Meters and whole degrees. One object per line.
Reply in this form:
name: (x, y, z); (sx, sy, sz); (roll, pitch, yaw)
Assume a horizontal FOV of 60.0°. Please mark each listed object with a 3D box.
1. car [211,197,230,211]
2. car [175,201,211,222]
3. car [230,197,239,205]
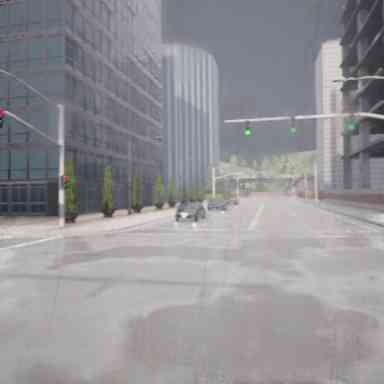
car: (3.243, 1.504, 42.594); (2.097, 1.767, 4.553); (-1, 0, 13)
car: (-0.058, 1.631, 28.228); (2.128, 1.511, 4.902); (-1, 0, 13)
car: (7.454, 1.716, 60.614); (1.812, 1.442, 4.674); (-1, 0, 13)
